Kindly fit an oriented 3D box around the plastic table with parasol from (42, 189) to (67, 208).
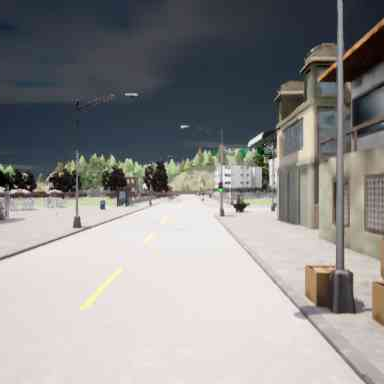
[{"bbox_3d":[-19.169,0.885,46.393,2.482,2.480,2.482,0,0,0],"label":"plastic table with parasol"}]
